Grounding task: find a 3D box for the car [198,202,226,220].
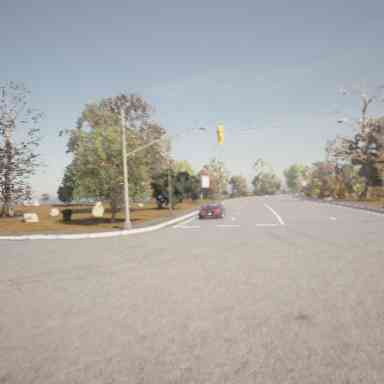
[{"bbox_3d":[1.772,1.525,28.205,1.994,1.385,4.181,-3,0,11],"label":"car"}]
